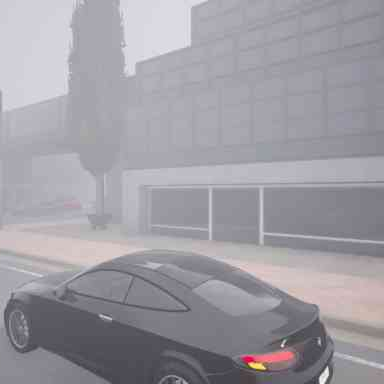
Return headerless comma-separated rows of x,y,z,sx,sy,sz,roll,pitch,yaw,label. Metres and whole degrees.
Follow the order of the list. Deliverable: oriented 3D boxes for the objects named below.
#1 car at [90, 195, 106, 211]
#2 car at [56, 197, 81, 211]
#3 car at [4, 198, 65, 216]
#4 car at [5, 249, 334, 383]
-9.845,1.220,41.164,2.150,2.045,5.566,0,0,35,car
-15.476,1.352,39.325,2.097,1.767,4.553,0,0,36,car
-15.614,1.601,33.140,1.895,1.301,4.718,0,0,36,car
-0.638,1.526,4.441,4.674,1.442,1.812,0,0,36,car
